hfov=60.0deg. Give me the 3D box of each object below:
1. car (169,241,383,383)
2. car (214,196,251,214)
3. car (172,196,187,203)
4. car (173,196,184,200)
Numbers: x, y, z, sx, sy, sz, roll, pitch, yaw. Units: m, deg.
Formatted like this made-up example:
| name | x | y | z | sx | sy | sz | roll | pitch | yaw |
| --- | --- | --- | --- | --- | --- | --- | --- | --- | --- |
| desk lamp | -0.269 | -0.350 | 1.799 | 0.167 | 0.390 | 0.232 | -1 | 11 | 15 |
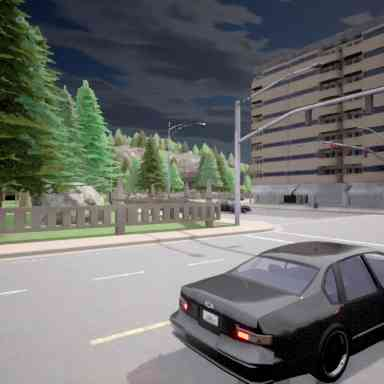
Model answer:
| name | x | y | z | sx | sy | sz | roll | pitch | yaw |
| --- | --- | --- | --- | --- | --- | --- | --- | --- | --- |
| car | 2.273 | 1.547 | 5.410 | 5.357 | 1.411 | 2.033 | 0 | 0 | -35 |
| car | 3.799 | 1.492 | 34.770 | 2.033 | 1.411 | 5.357 | 0 | 0 | -33 |
| car | -2.503 | 1.545 | 67.953 | 1.895 | 1.301 | 4.718 | 0 | 0 | 14 |
| car | -1.698 | 1.435 | 46.153 | 2.128 | 1.511 | 4.902 | 0 | 0 | -16 |
